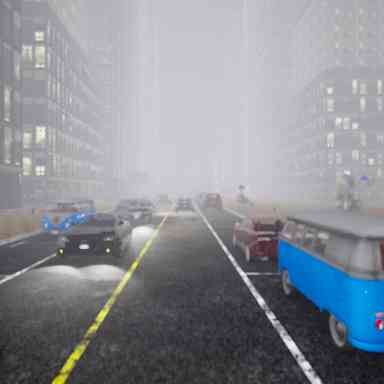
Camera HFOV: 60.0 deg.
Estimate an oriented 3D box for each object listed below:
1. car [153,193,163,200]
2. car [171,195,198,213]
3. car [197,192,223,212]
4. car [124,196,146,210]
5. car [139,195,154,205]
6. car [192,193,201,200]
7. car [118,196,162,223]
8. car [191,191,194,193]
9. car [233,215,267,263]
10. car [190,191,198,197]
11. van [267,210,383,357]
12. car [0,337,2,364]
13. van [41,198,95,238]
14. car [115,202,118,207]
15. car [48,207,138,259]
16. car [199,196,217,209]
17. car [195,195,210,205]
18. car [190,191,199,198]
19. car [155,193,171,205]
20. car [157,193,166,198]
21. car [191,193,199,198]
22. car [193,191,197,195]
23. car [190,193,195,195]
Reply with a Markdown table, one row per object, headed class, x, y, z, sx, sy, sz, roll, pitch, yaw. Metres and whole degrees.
| class | x | y | z | sx | sy | sz | roll | pitch | yaw |
| --- | --- | --- | --- | --- | --- | --- | --- | --- | --- |
| car | -7.350 | 0.996 | 72.037 | 1.802 | 1.307 | 4.206 | 0 | 0 | -1 |
| car | -0.713 | 1.272 | 32.693 | 2.033 | 1.411 | 5.357 | 0 | 1 | -1 |
| car | 1.939 | 1.021 | 33.468 | 2.192 | 1.841 | 5.009 | 0 | 0 | -1 |
| car | -6.569 | 1.249 | 38.810 | 2.008 | 1.369 | 4.403 | 0 | 0 | -1 |
| car | -6.829 | 1.185 | 49.886 | 1.802 | 1.307 | 4.206 | 0 | 0 | -1 |
| car | 1.024 | 0.899 | 72.403 | 1.752 | 1.417 | 4.829 | 0 | 0 | -1 |
| car | -3.618 | 1.304 | 23.979 | 2.128 | 1.511 | 4.902 | 0 | 0 | -1 |
| car | 1.419 | 0.832 | 55.619 | 2.192 | 1.841 | 5.009 | 0 | 0 | -1 |
| car | 2.483 | 1.437 | 11.323 | 1.887 | 1.381 | 4.507 | 0 | 0 | -1 |
| car | 0.507 | 0.624 | 94.383 | 1.967 | 1.590 | 4.097 | 0 | 0 | -1 |
| van | 2.703 | 1.279 | 5.788 | 1.690 | 1.788 | 3.998 | 0 | 0 | -1 |
| car | -3.119 | 1.560 | 2.074 | 1.994 | 1.385 | 4.181 | 0 | 0 | -1 |
| van | -6.048 | 1.226 | 16.659 | 1.690 | 1.788 | 3.998 | 0 | 0 | -1 |
| car | -6.439 | 1.311 | 33.273 | 1.947 | 1.339 | 4.313 | 0 | 0 | -1 |
| car | -3.361 | 1.475 | 12.171 | 1.994 | 1.385 | 4.181 | 0 | 0 | -2 |
| car | 1.809 | 1.204 | 39.008 | 1.887 | 1.381 | 4.507 | 0 | 0 | -1 |
| car | 1.549 | 1.130 | 50.084 | 1.947 | 1.339 | 4.313 | 0 | 0 | -1 |
| car | 0.638 | 0.547 | 88.844 | 2.192 | 1.841 | 5.009 | 0 | 0 | -1 |
| car | -4.141 | 1.010 | 49.794 | 2.097 | 1.767 | 4.553 | 0 | 0 | -1 |
| car | -7.610 | 0.901 | 83.112 | 1.802 | 1.307 | 4.206 | 0 | 0 | -1 |
| car | 0.768 | 0.846 | 83.309 | 1.947 | 1.339 | 4.313 | 0 | 0 | -1 |
| car | 1.679 | 0.927 | 44.544 | 2.192 | 1.841 | 5.009 | 0 | 0 | -1 |
| car | -0.998 | 1.173 | 44.298 | 2.033 | 1.411 | 5.357 | 0 | 1 | -1 |
